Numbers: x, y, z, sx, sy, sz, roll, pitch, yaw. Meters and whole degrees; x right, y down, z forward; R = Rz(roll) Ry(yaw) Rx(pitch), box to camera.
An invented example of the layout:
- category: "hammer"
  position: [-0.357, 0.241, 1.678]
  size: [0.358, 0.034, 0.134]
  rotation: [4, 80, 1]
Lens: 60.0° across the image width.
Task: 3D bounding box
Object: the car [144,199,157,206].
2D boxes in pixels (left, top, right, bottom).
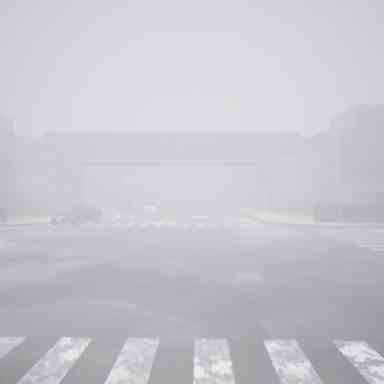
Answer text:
- category: "car"
  position: [-7.613, 1.918, 60.985]
  size: [1.895, 1.301, 4.718]
  rotation: [0, 0, 0]

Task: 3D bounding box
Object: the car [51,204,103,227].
- category: "car"
  position: [-8.303, 1.630, 24.394]
  size: [2.128, 1.511, 4.902]
  rotation: [1, 0, 12]

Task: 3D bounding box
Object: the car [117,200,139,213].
- category: "car"
  position: [-7.629, 1.718, 40.007]
  size: [1.837, 1.490, 4.892]
  rotation: [0, 0, 0]
